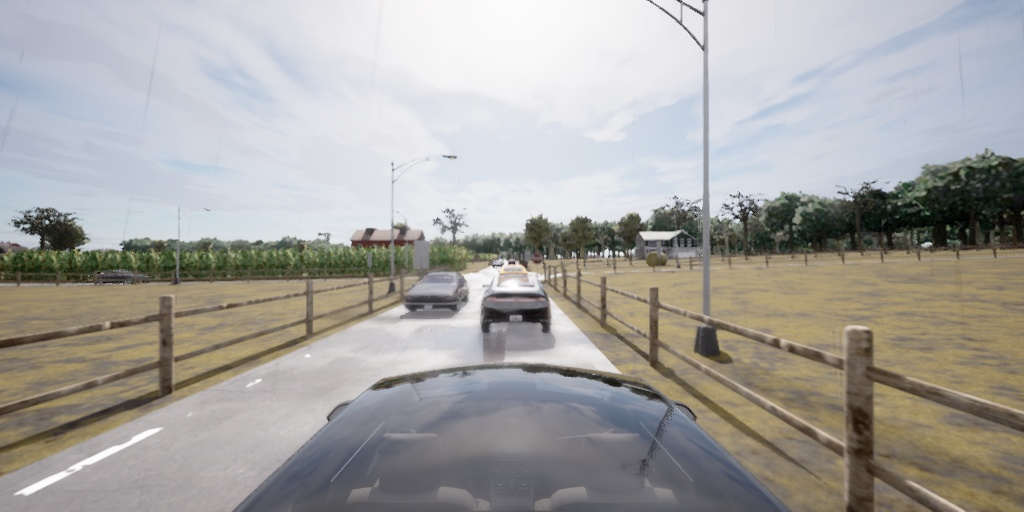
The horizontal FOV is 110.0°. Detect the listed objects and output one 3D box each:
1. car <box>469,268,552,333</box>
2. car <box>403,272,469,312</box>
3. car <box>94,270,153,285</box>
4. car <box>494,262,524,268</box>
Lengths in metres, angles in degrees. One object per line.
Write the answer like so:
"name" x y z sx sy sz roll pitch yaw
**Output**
"car" 0.097 1.287 10.954 2.128 1.511 4.902 0 0 0
"car" -2.843 1.363 14.833 2.033 1.411 5.357 0 0 0
"car" -40.441 2.225 37.403 4.892 1.490 1.837 -1 -2 0
"car" 0.091 1.328 22.898 1.882 1.535 5.008 0 0 0
